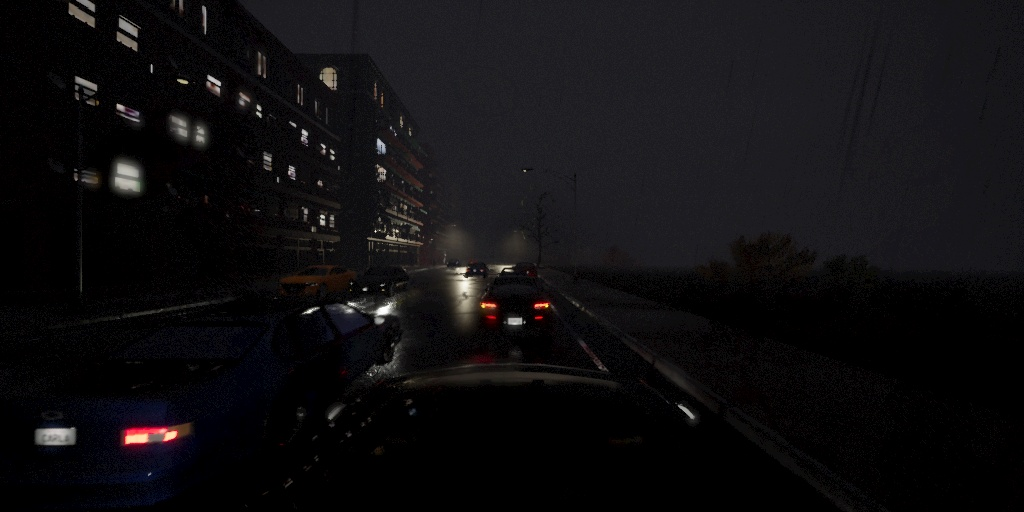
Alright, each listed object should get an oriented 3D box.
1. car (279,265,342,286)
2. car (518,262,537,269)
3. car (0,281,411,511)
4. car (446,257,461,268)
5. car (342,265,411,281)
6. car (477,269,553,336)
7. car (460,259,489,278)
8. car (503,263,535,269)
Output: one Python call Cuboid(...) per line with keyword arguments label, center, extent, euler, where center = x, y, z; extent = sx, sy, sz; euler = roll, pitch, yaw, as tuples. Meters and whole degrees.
Cuboid(label="car", center=(-9.889, 1.230, 18.638), extent=(1.882, 1.535, 5.008), euler=(0, 0, 0))
Cuboid(label="car", center=(1.071, 1.232, 29.935), extent=(1.882, 1.535, 5.008), euler=(0, 0, 0))
Cuboid(label="car", center=(-3.161, 1.297, 4.989), extent=(2.033, 1.411, 5.357), euler=(0, 0, 0))
Cuboid(label="car", center=(-9.960, 1.103, 61.747), extent=(2.097, 1.767, 4.553), euler=(0, 0, 0))
Cuboid(label="car", center=(-6.641, 1.257, 18.579), extent=(1.837, 1.490, 4.892), euler=(0, 0, 0))
Cuboid(label="car", center=(0.072, 1.277, 10.239), extent=(1.812, 1.442, 4.674), euler=(0, 0, 0))
Cuboid(label="car", center=(-3.223, 1.302, 33.522), extent=(2.033, 1.411, 5.357), euler=(0, 0, 0))
Cuboid(label="car", center=(0.057, 1.317, 20.407), extent=(1.994, 1.385, 4.181), euler=(0, 0, 0))
